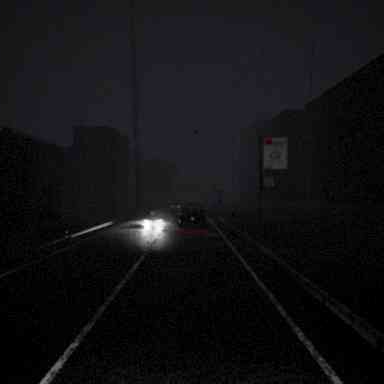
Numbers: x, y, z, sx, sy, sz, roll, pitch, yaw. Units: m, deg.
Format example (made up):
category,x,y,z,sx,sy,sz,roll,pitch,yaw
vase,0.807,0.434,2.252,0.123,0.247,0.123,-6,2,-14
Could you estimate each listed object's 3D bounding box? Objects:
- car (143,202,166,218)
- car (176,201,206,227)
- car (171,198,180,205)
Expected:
category,x,y,z,sx,sy,sz,roll,pitch,yaw
car,-3.580,1.730,32.500,2.128,1.511,4.902,0,-1,0
car,0.027,1.649,24.604,1.882,1.535,5.008,0,0,0
car,-3.470,2.093,73.083,2.033,1.411,5.357,0,0,0
